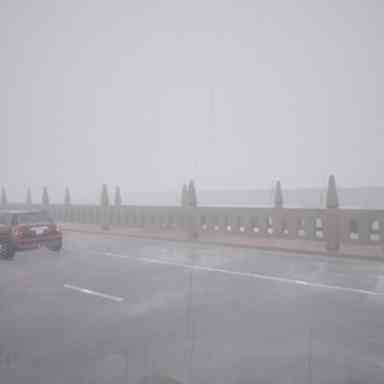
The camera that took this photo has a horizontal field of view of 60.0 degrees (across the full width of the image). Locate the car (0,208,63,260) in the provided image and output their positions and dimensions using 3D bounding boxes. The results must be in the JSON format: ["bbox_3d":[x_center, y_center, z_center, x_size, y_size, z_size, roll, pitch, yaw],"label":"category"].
[{"bbox_3d":[-7.278,1.499,13.391,4.553,1.767,2.097,-1,-1,36],"label":"car"}]
